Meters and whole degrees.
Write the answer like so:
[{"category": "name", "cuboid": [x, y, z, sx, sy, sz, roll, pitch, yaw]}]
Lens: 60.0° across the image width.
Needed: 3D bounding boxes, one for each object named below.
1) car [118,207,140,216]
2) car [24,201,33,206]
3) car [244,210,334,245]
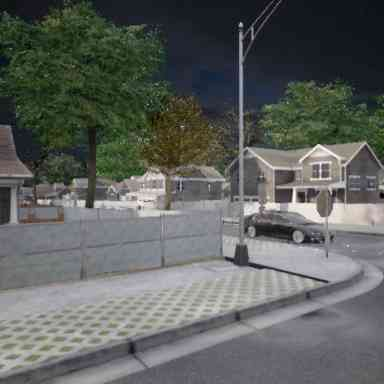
[{"category": "car", "cuboid": [-5.738, 2.050, 31.025, 1.895, 1.301, 4.718, 0, -1, -36]}, {"category": "car", "cuboid": [-35.643, 2.731, 72.155, 1.812, 1.442, 4.674, 0, -1, -36]}, {"category": "car", "cuboid": [4.647, 1.724, 16.739, 1.837, 1.490, 4.892, 0, 1, -36]}]
